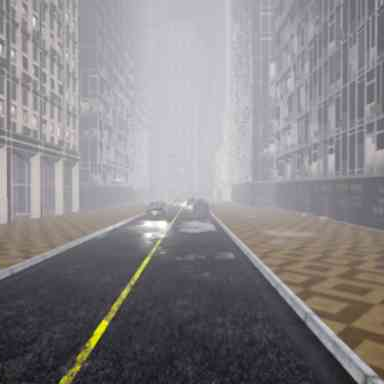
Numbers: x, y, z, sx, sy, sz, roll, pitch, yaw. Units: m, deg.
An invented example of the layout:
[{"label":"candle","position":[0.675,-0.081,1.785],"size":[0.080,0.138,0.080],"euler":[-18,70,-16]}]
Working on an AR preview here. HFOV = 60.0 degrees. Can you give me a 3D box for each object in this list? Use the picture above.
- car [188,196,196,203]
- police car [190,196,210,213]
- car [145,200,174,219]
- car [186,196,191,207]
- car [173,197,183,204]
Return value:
[{"label":"car","position":[-0.013,1.596,74.356],"size":[1.882,1.535,5.008],"euler":[0,0,0]},{"label":"police car","position":[1.043,1.545,38.679],"size":[1.930,1.638,5.238],"euler":[0,0,0]},{"label":"car","position":[-3.102,1.582,30.177],"size":[2.128,1.511,4.902],"euler":[0,0,0]},{"label":"car","position":[-0.010,1.694,56.722],"size":[1.837,1.490,4.892],"euler":[0,0,0]},{"label":"car","position":[-3.013,1.772,71.390],"size":[1.994,1.385,4.181],"euler":[0,0,0]}]
